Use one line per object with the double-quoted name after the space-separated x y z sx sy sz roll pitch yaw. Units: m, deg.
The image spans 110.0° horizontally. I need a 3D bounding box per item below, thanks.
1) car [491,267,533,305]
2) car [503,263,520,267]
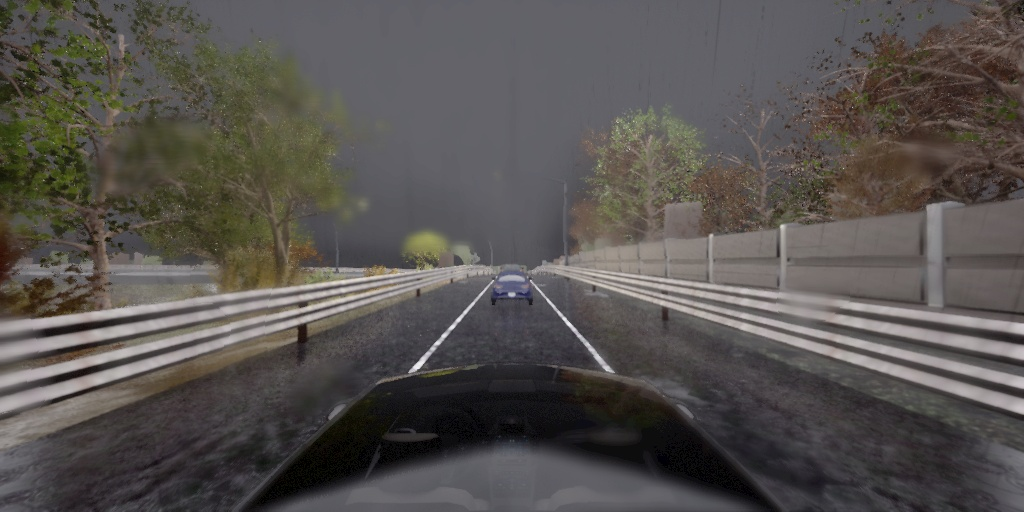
0.004 1.426 17.005 1.812 1.442 4.674 0 0 0 "car"
-0.003 1.395 31.754 2.097 1.767 4.553 0 -1 0 "car"
